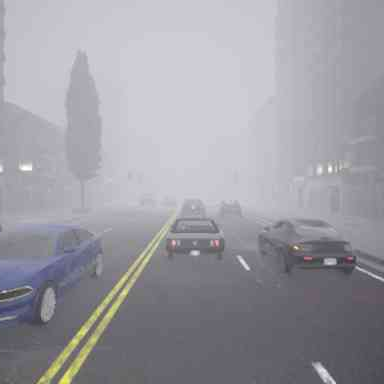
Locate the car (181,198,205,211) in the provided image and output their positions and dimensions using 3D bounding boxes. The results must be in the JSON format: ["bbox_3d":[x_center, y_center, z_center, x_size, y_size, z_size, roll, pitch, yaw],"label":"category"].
[{"bbox_3d":[0.107,1.321,29.935,2.097,1.767,4.553,0,0,0],"label":"car"}]

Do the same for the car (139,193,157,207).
[{"bbox_3d":[-6.553,1.158,50.388,2.150,2.045,5.566,0,0,1],"label":"car"}]

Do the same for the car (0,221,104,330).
[{"bbox_3d":[-3.347,1.473,7.230,1.882,1.535,5.008,0,0,0],"label":"car"}]

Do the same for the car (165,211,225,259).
[{"bbox_3d":[0.101,1.593,12.474,1.895,1.301,4.718,0,0,0],"label":"car"}]

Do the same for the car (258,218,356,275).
[{"bbox_3d":[3.341,1.519,10.351,1.812,1.442,4.674,0,0,0],"label":"car"}]

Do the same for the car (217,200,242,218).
[{"bbox_3d":[3.356,1.461,30.164,2.128,1.511,4.902,0,0,0],"label":"car"}]

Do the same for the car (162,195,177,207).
[{"bbox_3d":[-3.307,1.289,49.763,2.097,1.767,4.553,0,0,0],"label":"car"}]
